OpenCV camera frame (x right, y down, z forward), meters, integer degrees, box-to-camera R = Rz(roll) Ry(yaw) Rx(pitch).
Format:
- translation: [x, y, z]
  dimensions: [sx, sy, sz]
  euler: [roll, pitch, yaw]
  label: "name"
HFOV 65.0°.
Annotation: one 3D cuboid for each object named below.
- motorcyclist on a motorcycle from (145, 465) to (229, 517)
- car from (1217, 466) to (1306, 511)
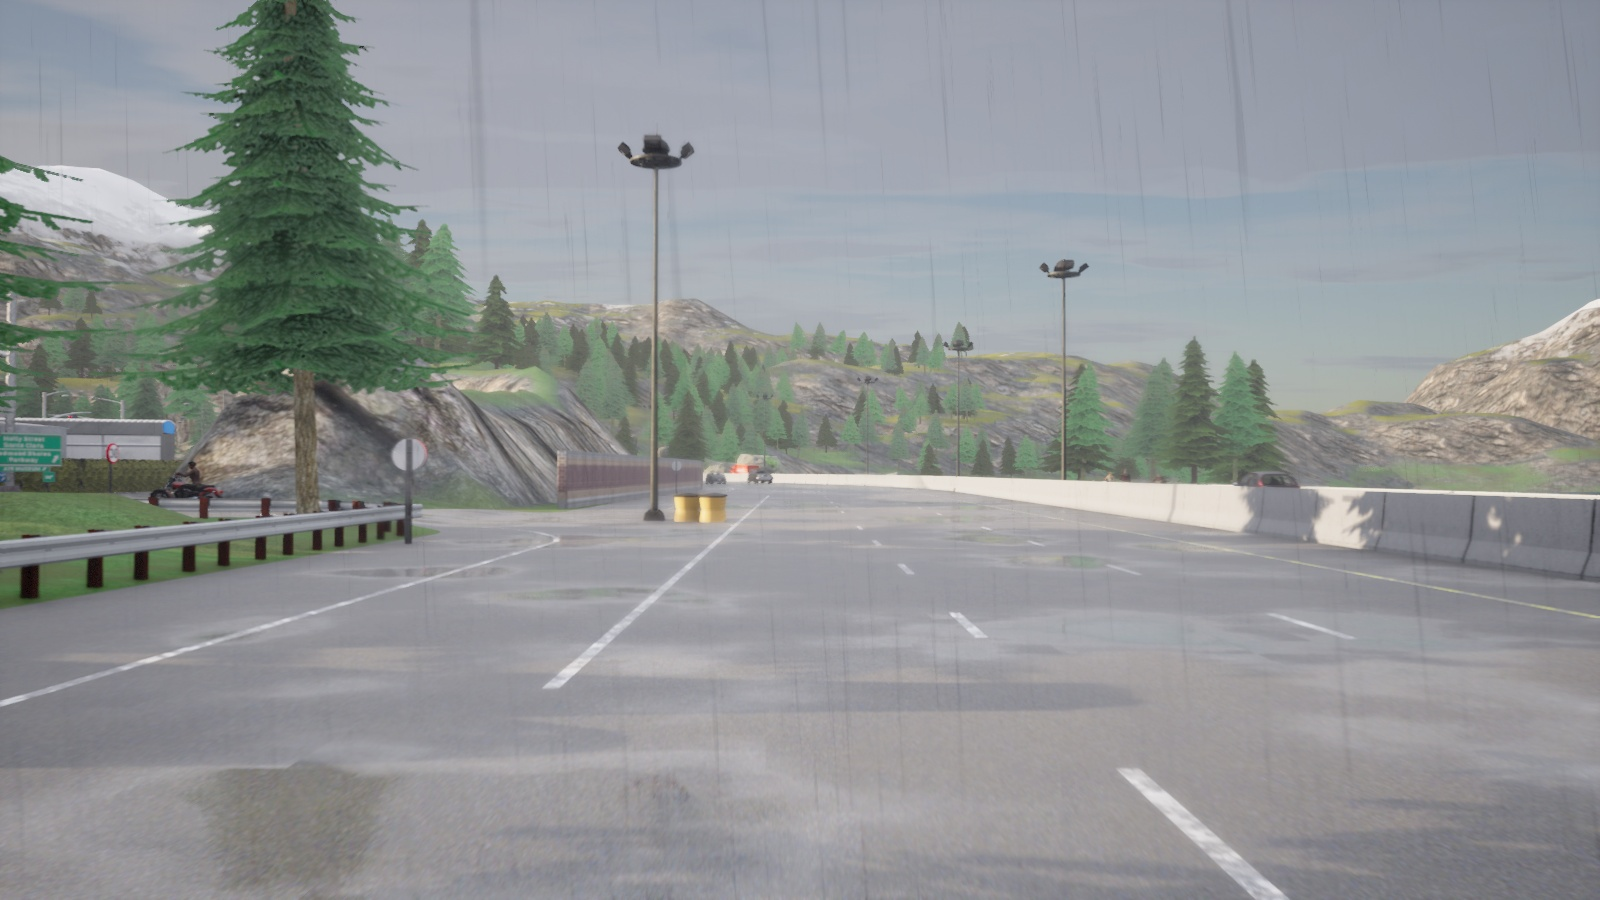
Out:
- translation: [-19.999, 1.335, 40.990]
  dimensions: [2.350, 1.649, 0.766]
  euler: [0, -1, 0]
  label: "motorcyclist on a motorcycle"
- translation: [17.388, 1.438, 47.496]
  dimensions: [1.851, 1.617, 3.988]
  euler: [0, -1, 0]
  label: "car"
